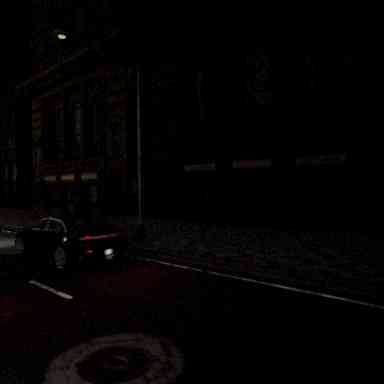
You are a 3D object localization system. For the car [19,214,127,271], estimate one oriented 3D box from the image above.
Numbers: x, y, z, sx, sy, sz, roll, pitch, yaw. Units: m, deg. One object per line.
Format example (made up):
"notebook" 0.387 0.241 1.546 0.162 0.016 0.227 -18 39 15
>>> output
"car" -4.125 1.473 10.937 4.902 1.511 2.128 -1 1 43

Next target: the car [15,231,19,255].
"car" -6.468 1.535 8.337 4.902 1.511 2.128 -1 1 43
